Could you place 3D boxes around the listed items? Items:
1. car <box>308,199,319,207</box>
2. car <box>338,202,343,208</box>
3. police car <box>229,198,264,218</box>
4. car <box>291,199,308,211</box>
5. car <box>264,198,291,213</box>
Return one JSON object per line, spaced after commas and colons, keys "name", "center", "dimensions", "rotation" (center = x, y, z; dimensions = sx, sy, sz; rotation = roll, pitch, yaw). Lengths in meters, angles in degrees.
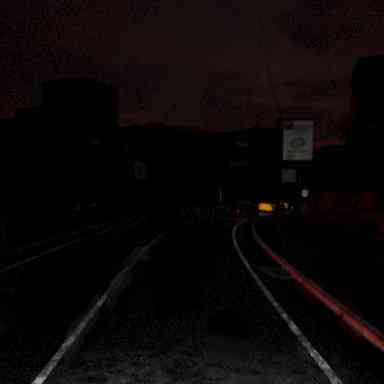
{"name": "car", "center": [18.618, 1.741, 54.381], "dimensions": [4.718, 1.301, 1.895], "rotation": [2, 3, -35]}
{"name": "car", "center": [26.815, 2.160, 55.378], "dimensions": [5.357, 1.411, 2.033], "rotation": [2, 3, -27]}
{"name": "police car", "center": [4.840, 1.402, 30.159], "dimensions": [1.930, 1.638, 5.238], "rotation": [2, 0, 22]}
{"name": "car", "center": [12.703, 1.650, 42.926], "dimensions": [1.837, 1.490, 4.892], "rotation": [4, 1, 40]}
{"name": "car", "center": [9.374, 1.516, 38.555], "dimensions": [1.801, 1.575, 5.366], "rotation": [3, 1, 34]}
